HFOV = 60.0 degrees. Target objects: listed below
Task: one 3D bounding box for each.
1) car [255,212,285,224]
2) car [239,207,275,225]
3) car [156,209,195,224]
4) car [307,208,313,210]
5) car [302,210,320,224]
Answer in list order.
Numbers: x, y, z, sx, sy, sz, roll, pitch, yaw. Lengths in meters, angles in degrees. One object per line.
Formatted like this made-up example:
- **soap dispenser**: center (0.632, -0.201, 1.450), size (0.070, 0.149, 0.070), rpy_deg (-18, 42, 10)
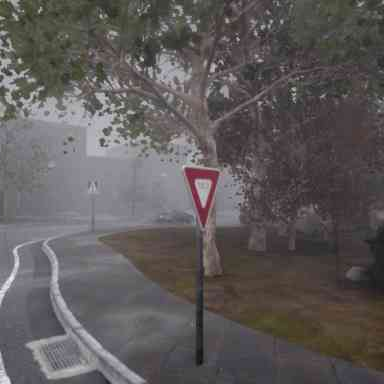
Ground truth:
- **car**: center (11.119, 3.639, 47.057), size (1.837, 1.490, 4.892), rpy_deg (0, -3, 43)
- **car**: center (7.772, 2.811, 38.823), size (2.150, 2.045, 5.566), rpy_deg (0, -4, 43)
- **car**: center (-1.594, 2.442, 33.090), size (1.994, 1.385, 4.181), rpy_deg (0, -4, 40)
- **car**: center (27.858, 4.664, 77.226), size (2.435, 2.045, 5.566), rpy_deg (0, -2, 43)
- **car**: center (17.263, 3.883, 49.051), size (1.882, 1.535, 5.008), rpy_deg (0, -2, 43)
